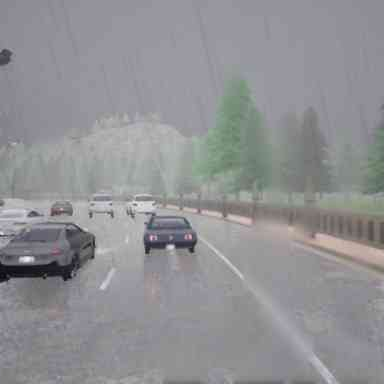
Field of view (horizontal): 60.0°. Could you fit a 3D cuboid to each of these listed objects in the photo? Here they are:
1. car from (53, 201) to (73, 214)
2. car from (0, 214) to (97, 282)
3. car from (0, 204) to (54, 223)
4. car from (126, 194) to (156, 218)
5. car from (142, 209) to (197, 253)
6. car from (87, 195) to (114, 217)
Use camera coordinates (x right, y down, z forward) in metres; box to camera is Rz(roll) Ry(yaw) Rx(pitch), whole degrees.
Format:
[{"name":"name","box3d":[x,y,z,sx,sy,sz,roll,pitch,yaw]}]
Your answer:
[{"name":"car","box3d":[-13.196,1.611,33.837,1.994,1.385,4.181,0,0,-20]},{"name":"car","box3d":[-4.142,1.579,9.928,1.994,1.385,4.181,0,0,-6]},{"name":"car","box3d":[-8.621,1.556,16.746,1.812,1.442,4.674,0,0,-10]},{"name":"car","box3d":[-4.809,1.242,30.920,2.150,2.045,5.566,0,0,-17]},{"name":"car","box3d":[-1.022,1.606,13.691,1.895,1.301,4.718,0,0,-7]},{"name":"car","box3d":[-8.717,1.254,31.738,2.150,2.045,5.566,0,0,-18]}]
